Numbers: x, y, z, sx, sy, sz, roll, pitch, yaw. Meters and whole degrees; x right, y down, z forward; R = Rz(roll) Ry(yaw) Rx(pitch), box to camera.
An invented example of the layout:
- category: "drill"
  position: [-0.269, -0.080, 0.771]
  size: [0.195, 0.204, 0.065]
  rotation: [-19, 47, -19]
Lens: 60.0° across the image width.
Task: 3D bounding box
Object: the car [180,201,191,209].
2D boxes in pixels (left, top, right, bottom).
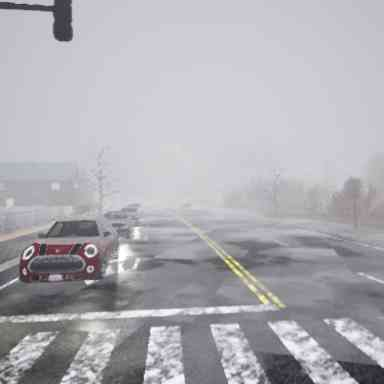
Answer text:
- category: "car"
  position: [-1.281, 2.580, 66.655]
  size: [1.812, 1.442, 4.674]
  rotation: [-1, -1, -10]

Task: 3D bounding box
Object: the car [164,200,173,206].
- category: "car"
  position: [-6.280, 2.995, 89.331]
  size: [2.128, 1.511, 4.902]
  rotation: [-1, -1, -13]

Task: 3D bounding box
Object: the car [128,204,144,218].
- category: "car"
  position: [-5.502, 2.078, 29.462]
  size: [1.837, 1.490, 4.892]
  rotation: [-1, -1, -7]

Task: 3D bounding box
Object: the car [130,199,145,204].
- category: "car"
  position: [-6.755, 2.099, 39.365]
  size: [2.097, 1.767, 4.553]
  rotation: [-1, -1, -8]

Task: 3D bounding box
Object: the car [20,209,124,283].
- category: "car"
  position: [-3.613, 1.600, 10.595]
  size: [2.097, 1.767, 4.553]
  rotation: [-1, -1, -5]

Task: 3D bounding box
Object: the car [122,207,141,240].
- category: "car"
  position: [-4.435, 1.895, 19.700]
  size: [2.128, 1.511, 4.902]
  rotation: [-1, -1, -6]
